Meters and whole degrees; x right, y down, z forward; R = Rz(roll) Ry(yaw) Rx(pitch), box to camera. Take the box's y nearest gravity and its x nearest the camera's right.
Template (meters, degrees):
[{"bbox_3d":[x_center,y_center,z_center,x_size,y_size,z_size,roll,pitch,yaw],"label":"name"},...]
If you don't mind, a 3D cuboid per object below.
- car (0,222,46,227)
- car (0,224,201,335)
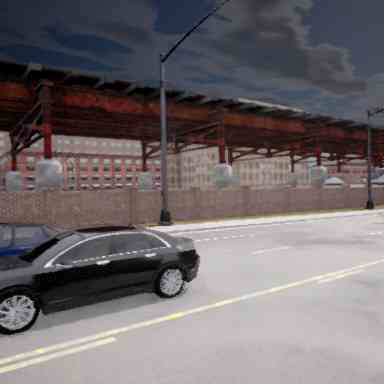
[{"bbox_3d":[-5.061,1.540,8.977,5.357,1.411,2.033,-1,0,-35],"label":"car"},{"bbox_3d":[-2.080,1.490,6.804,4.892,1.490,1.837,0,0,-35],"label":"car"}]
